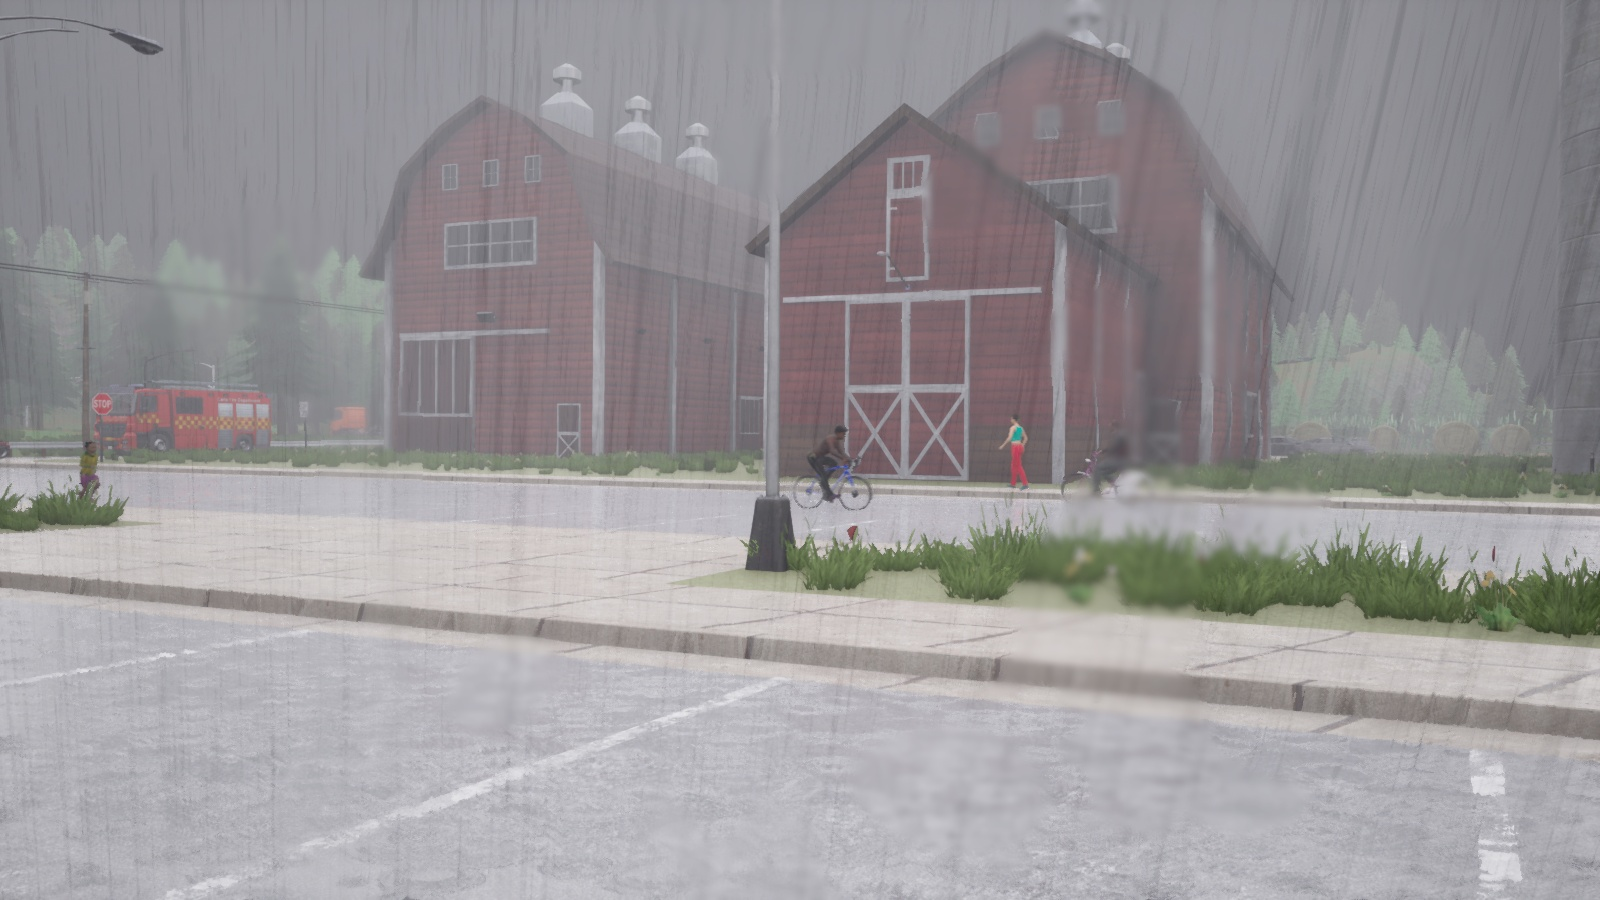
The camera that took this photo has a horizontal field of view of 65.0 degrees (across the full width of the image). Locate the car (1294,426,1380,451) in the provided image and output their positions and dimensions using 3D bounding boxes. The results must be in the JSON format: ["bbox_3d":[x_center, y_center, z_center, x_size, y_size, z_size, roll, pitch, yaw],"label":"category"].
[{"bbox_3d":[33.455,-0.712,78.249,4.902,1.511,2.128,0,1,25],"label":"car"}]

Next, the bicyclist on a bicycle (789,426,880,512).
[{"bbox_3d":[0.661,0.349,24.086,1.656,1.620,0.582,0,1,25],"label":"bicyclist on a bicycle"}]

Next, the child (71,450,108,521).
[{"bbox_3d":[-11.785,0.589,20.838,0.473,1.160,0.299,0,1,25],"label":"child"}]

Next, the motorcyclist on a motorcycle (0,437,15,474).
[{"bbox_3d":[-35.903,0.253,55.155,0.766,1.649,2.350,0,1,26],"label":"motorcyclist on a motorcycle"}]

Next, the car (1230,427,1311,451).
[{"bbox_3d":[31.133,-0.720,83.162,4.892,1.490,1.837,0,1,25],"label":"car"}]

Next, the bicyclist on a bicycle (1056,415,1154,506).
[{"bbox_3d":[6.165,0.199,25.409,1.843,1.776,0.659,0,1,25],"label":"bicyclist on a bicycle"}]

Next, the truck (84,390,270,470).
[{"bbox_3d":[-31.578,-1.024,64.166,2.891,3.827,8.468,0,1,26],"label":"truck"}]

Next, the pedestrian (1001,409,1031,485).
[{"bbox_3d":[5.213,-0.074,30.297,0.594,1.836,0.345,0,1,41],"label":"pedestrian"}]
